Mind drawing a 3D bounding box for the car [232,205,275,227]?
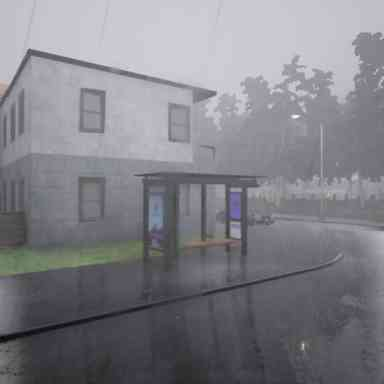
[{"bbox_3d":[3.621,1.590,22.921,1.994,1.385,4.181,0,0,-35],"label":"car"}]

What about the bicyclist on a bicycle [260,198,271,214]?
[{"bbox_3d":[7.159,1.391,32.430,1.656,1.620,0.582,0,0,-35],"label":"bicyclist on a bicycle"}]
